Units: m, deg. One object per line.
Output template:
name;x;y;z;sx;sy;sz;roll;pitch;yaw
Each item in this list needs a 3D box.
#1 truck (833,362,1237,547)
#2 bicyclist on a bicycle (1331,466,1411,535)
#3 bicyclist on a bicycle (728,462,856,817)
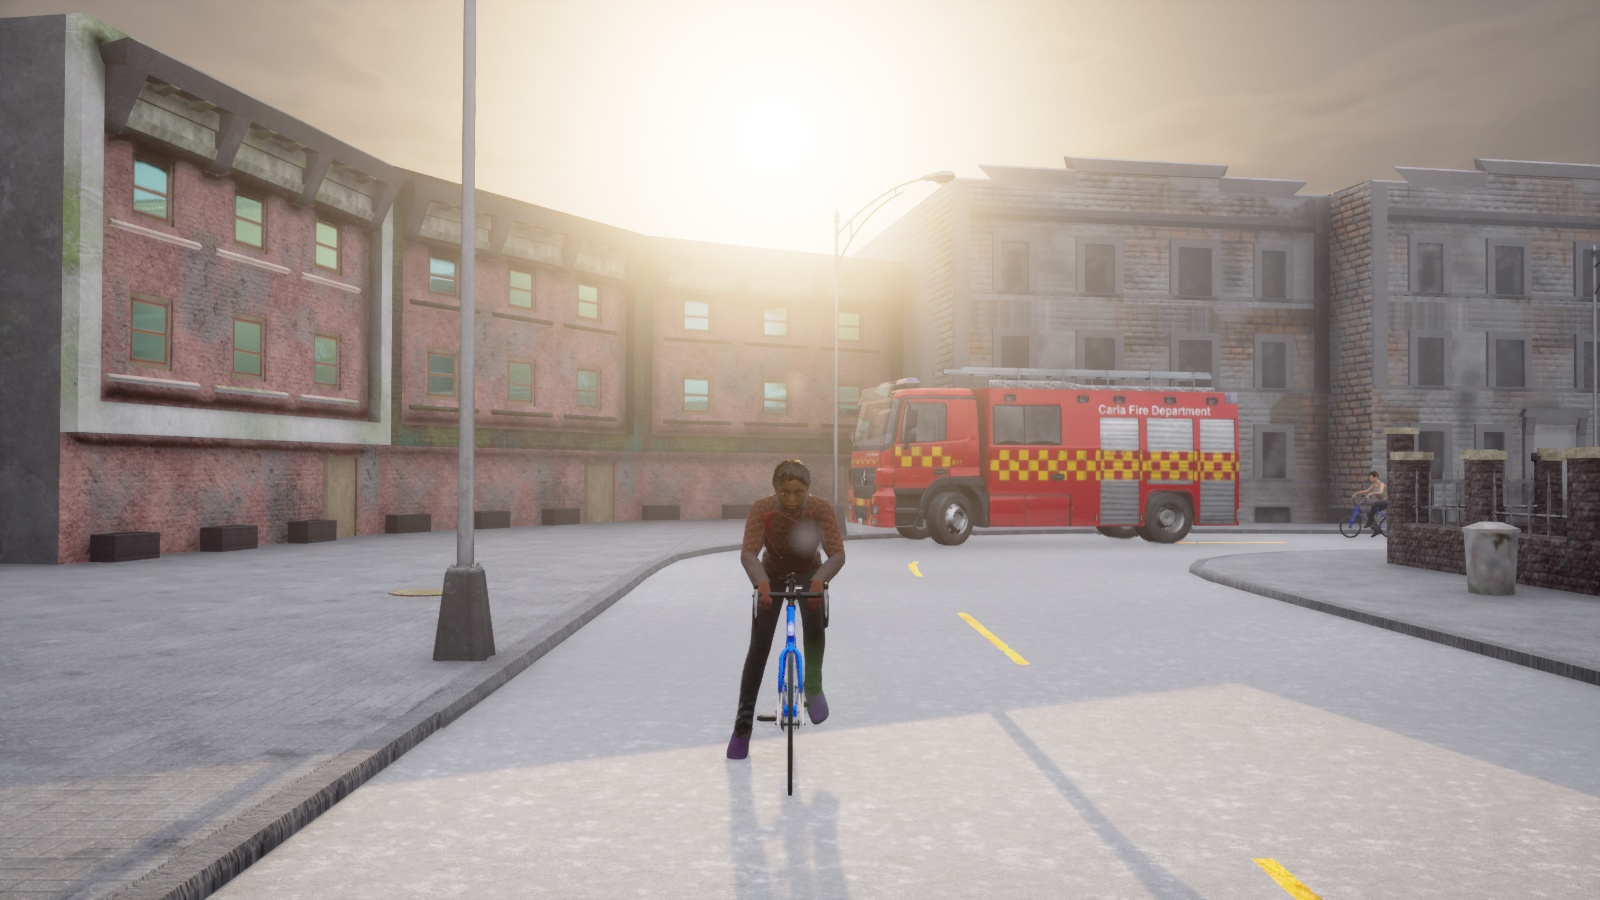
truck;5.208;0.099;28.296;8.468;3.827;2.891;0;-1;-12
bicyclist on a bicycle;13.710;1.202;30.165;1.509;1.612;0.866;0;-1;0
bicyclist on a bicycle;-0.040;0.878;6.590;0.582;1.620;1.656;0;-1;0
